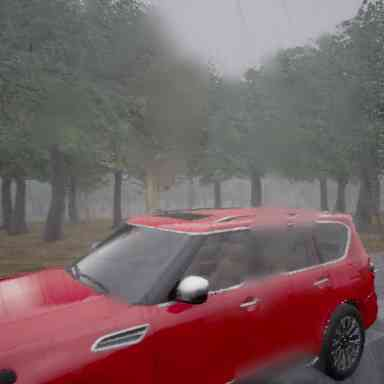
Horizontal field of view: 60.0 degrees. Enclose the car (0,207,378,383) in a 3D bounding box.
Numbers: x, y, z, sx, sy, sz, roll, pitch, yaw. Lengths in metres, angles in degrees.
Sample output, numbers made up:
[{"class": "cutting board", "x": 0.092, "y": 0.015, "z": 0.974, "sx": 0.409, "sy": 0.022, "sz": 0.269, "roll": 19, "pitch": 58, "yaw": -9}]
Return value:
[{"class": "car", "x": 0.038, "y": 1.246, "z": 4.020, "sx": 5.566, "sy": 2.045, "sz": 2.150, "roll": 1, "pitch": 0, "yaw": -36}]
